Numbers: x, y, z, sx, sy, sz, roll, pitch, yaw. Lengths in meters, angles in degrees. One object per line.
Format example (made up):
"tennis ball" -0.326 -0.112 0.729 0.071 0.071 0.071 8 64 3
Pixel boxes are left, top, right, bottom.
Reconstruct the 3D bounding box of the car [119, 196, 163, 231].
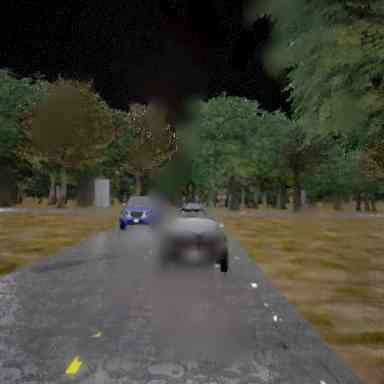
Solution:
"car" -3.064 1.248 21.138 2.150 2.045 5.566 0 -1 0

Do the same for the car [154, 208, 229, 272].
"car" 0.065 1.464 10.795 1.882 1.535 5.008 0 -1 0

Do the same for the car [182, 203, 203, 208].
"car" 0.054 1.536 24.061 2.128 1.511 4.902 0 0 0
